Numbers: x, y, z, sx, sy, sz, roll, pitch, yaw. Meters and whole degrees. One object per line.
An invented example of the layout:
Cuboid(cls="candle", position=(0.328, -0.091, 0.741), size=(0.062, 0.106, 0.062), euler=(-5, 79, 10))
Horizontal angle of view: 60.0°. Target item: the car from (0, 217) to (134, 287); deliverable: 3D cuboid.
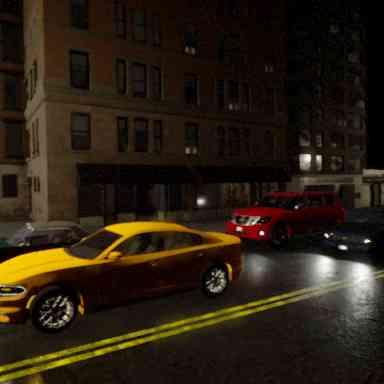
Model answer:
Cuboid(cls="car", position=(-4.118, 1.481, 8.737), size=(4.718, 1.301, 1.895), euler=(-1, 1, -32))

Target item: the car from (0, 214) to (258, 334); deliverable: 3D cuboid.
Cuboid(cls="car", position=(-1.219, 1.380, 6.731), size=(5.008, 1.535, 1.882), euler=(-1, 1, -33))

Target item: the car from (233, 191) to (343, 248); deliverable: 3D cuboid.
Cuboid(cls="car", position=(4.118, 1.008, 13.989), size=(5.566, 2.045, 2.150), euler=(-1, 1, -33))

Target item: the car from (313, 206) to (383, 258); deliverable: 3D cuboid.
Cuboid(cls="car", position=(7.061, 1.356, 12.016), size=(5.357, 1.411, 2.033), euler=(-1, 1, -33))
